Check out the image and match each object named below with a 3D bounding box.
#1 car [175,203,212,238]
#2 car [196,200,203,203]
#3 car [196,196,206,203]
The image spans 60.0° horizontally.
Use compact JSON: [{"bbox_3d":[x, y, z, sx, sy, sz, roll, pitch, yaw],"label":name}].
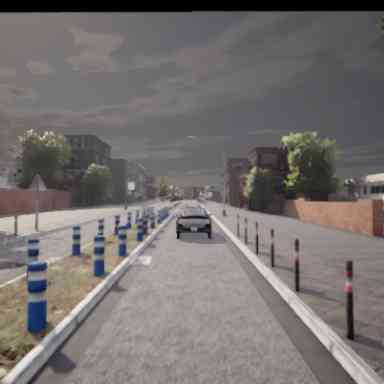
[{"bbox_3d":[0.102,1.601,18.505,2.128,1.511,4.902,0,-1,0],"label":"car"},{"bbox_3d":[0.097,1.901,36.868,1.895,1.301,4.718,0,-1,0],"label":"car"},{"bbox_3d":[3.007,2.488,94.520,2.231,1.521,4.892,0,-1,0],"label":"car"}]
